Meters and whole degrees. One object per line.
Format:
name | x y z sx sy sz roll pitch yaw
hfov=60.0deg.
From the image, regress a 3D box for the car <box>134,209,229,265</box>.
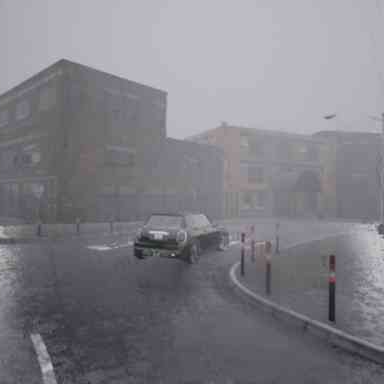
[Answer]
car | -0.201 1.483 12.564 2.097 1.767 4.553 1 0 24
